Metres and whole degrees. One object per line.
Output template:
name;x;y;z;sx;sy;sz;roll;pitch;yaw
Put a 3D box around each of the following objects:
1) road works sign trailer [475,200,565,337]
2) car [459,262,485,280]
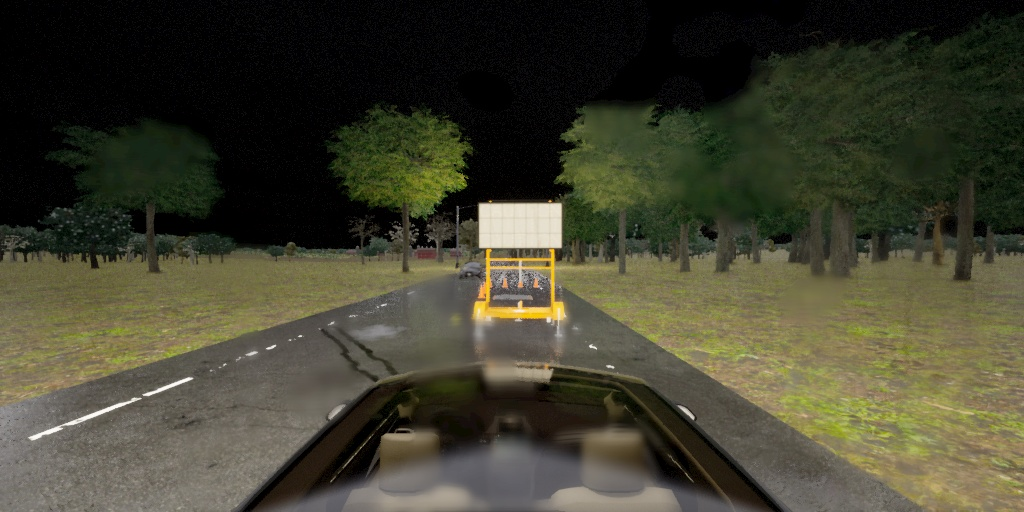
road works sign trailer;0.240;0.210;10.246;2.380;3.560;2.880;0;0;2
car;-3.438;1.253;31.305;1.837;1.490;4.892;0;0;0
